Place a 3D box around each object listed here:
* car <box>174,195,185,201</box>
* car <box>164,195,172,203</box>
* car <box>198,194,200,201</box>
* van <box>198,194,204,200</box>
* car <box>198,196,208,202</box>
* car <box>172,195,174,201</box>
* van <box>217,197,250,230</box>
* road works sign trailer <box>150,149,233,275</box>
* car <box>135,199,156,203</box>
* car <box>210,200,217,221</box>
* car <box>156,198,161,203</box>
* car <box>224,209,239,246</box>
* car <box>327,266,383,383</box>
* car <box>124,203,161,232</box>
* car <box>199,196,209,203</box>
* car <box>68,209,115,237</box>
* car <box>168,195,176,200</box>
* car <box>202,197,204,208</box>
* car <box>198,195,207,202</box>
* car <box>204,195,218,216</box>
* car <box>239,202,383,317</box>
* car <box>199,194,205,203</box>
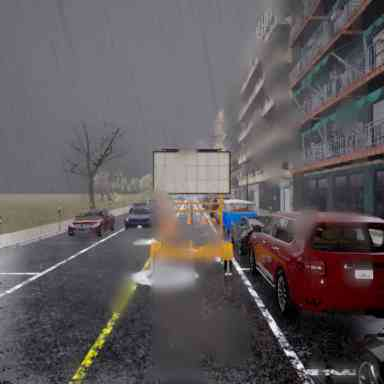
[{"bbox_3d":[-2.842,1.573,85.750,2.033,1.411,5.357,0,0,0],"label":"car"},{"bbox_3d":[-5.374,1.541,63.225,1.752,1.417,4.829,1,0,0],"label":"car"},{"bbox_3d":[2.506,1.542,64.141,1.752,1.417,4.829,1,0,0],"label":"car"},{"bbox_3d":[2.477,1.369,92.276,1.690,1.788,3.998,1,0,0],"label":"van"},{"bbox_3d":[2.493,1.571,75.293,2.008,1.369,4.403,1,0,0],"label":"car"},{"bbox_3d":[-5.399,1.576,86.011,2.008,1.369,4.403,1,0,0],"label":"car"},{"bbox_3d":[2.557,1.345,18.683,1.690,1.788,3.998,1,0,0],"label":"van"},{"bbox_3d":[-0.010,0.466,10.405,2.380,3.560,2.880,0,0,0],"label":"road works sign trailer"},{"bbox_3d":[-5.343,1.573,35.125,1.947,1.339,4.313,1,0,0],"label":"car"},{"bbox_3d":[2.549,1.530,24.514,1.752,1.417,4.829,1,0,0],"label":"car"},{"bbox_3d":[-5.356,1.592,46.433,1.802,1.307,4.206,1,0,0],"label":"car"},{"bbox_3d":[2.561,1.569,13.021,1.947,1.339,4.313,1,0,0],"label":"car"},{"bbox_3d":[2.573,1.566,1.699,1.947,1.339,4.313,1,0,0],"label":"car"},{"bbox_3d":[-2.871,1.605,20.475,1.895,1.301,4.718,0,0,0],"label":"car"},{"bbox_3d":[2.500,1.544,69.802,1.752,1.417,4.829,1,0,0],"label":"car"},{"bbox_3d":[-5.325,1.586,18.163,1.802,1.307,4.206,1,0,0],"label":"car"},{"bbox_3d":[-5.405,1.579,91.665,2.008,1.369,4.403,1,0,0],"label":"car"},{"bbox_3d":[2.530,1.591,41.327,1.802,1.307,4.206,1,0,0],"label":"car"},{"bbox_3d":[2.488,1.463,80.954,1.967,1.590,4.097,1,0,0],"label":"car"},{"bbox_3d":[2.545,1.321,30.005,2.192,1.841,5.009,1,0,0],"label":"car"},{"bbox_3d":[2.570,1.317,7.361,2.192,1.841,5.009,1,0,0],"label":"car"},{"bbox_3d":[2.527,1.325,46.988,2.192,1.841,5.009,1,0,0],"label":"car"}]
